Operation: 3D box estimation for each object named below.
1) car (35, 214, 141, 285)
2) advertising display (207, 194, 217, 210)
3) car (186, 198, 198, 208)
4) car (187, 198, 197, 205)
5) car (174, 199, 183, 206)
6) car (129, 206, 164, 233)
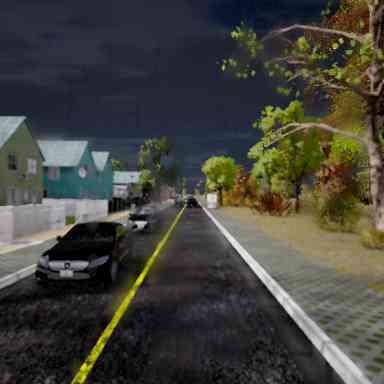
[{"bbox_3d":[-2.850,1.612,9.877,1.812,1.442,4.674,0,0,0],"label":"car"},{"bbox_3d":[2.998,1.453,49.486,1.540,2.440,0.280,0,0,0],"label":"advertising display"},{"bbox_3d":[-0.017,1.969,58.113,1.837,1.490,4.892,0,-1,0],"label":"car"},{"bbox_3d":[-0.019,2.003,70.600,2.128,1.511,4.902,0,-1,0],"label":"car"},{"bbox_3d":[-2.770,2.146,69.705,2.033,1.411,5.357,0,-1,0],"label":"car"},{"bbox_3d":[-2.843,1.673,21.048,2.128,1.511,4.902,0,0,0],"label":"car"}]
